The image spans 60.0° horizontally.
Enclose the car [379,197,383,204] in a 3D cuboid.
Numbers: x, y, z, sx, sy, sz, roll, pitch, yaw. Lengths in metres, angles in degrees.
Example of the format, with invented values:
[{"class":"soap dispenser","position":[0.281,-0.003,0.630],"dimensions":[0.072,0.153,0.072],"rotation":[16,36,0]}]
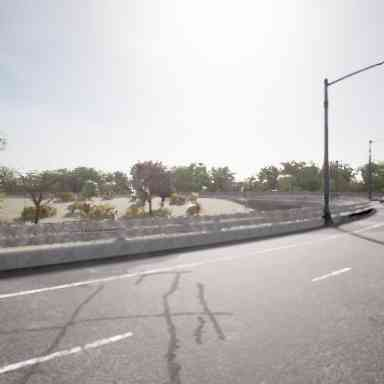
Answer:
[{"class":"car","position":[35.882,1.502,60.867],"dimensions":[1.837,1.490,4.892],"rotation":[0,0,15]}]
